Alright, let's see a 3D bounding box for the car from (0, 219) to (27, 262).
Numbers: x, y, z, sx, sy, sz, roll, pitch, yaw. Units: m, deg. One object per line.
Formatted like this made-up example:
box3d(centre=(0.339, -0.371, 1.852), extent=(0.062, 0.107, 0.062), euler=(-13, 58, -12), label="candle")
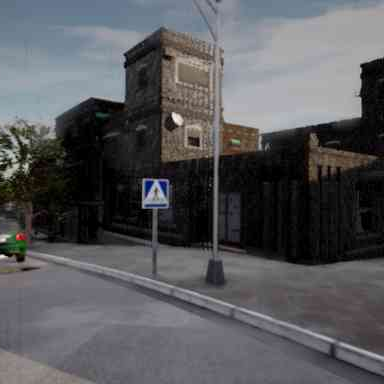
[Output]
box3d(centre=(-9.834, 2.412, 16.496), extent=(2.150, 2.045, 5.566), euler=(1, -6, -38), label="car")
